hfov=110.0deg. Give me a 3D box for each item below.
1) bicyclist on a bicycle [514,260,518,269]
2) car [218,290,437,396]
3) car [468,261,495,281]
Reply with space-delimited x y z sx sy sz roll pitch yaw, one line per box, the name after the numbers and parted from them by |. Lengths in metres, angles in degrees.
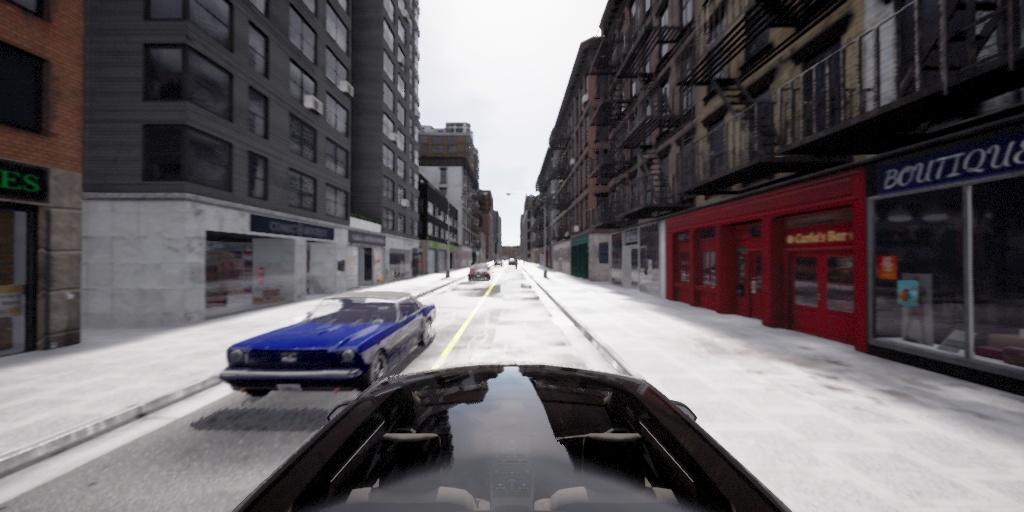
0.754 1.411 59.702 0.582 1.620 1.656 0 -1 0 | bicyclist on a bicycle
-2.817 1.373 6.759 1.895 1.301 4.718 0 0 0 | car
-2.846 1.402 32.521 1.812 1.442 4.674 0 0 0 | car
